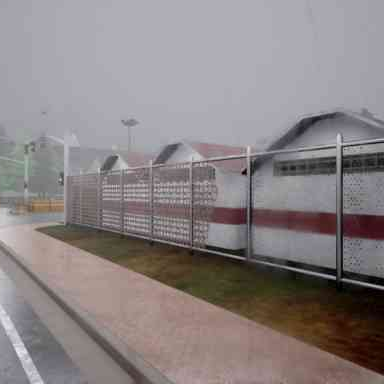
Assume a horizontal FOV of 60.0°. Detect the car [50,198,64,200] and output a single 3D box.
[{"bbox_3d":[-17.244,1.505,42.245,4.892,1.490,1.837,0,0,-39],"label":"car"}]
